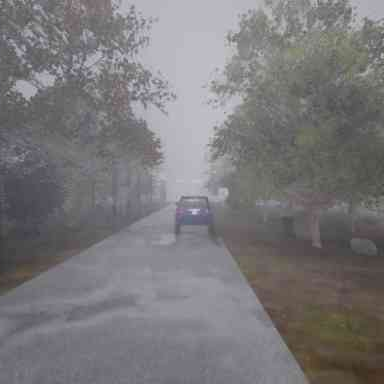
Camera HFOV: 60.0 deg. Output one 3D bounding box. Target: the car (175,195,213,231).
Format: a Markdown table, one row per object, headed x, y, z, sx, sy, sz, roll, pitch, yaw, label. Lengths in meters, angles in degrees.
| x | y | z | sx | sy | sz | roll | pitch | yaw | label |
| --- | --- | --- | --- | --- | --- | --- | --- | --- | --- |
| 0.133 | 1.214 | 20.620 | 2.150 | 2.045 | 5.566 | 0 | 0 | 0 | car |

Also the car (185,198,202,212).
| x | y | z | sx | sy | sz | roll | pitch | yaw | label |
| --- | --- | --- | --- | --- | --- | --- | --- | --- | --- |
| 0.159 | 1.463 | 39.253 | 1.882 | 1.535 | 5.008 | 0 | 0 | 0 | car |
